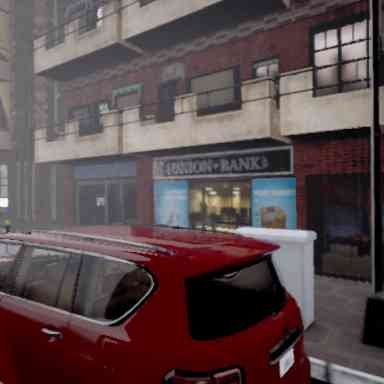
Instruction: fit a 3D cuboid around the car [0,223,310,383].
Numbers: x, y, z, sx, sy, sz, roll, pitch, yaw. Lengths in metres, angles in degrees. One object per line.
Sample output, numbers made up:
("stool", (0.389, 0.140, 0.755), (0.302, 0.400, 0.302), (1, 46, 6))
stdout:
("car", (-1.266, 1.284, 3.788), (5.009, 1.841, 2.192), (1, -1, 35))
